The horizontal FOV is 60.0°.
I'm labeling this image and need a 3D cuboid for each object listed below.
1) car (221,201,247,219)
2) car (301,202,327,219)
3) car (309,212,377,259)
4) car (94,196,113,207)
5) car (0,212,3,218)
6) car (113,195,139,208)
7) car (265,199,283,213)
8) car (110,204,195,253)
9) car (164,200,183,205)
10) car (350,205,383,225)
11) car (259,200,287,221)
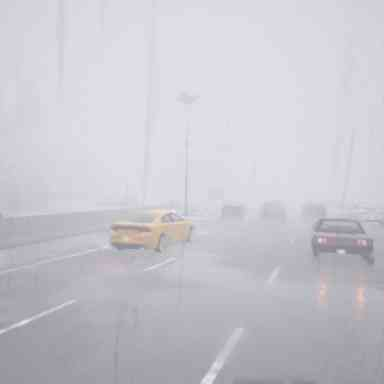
[{"bbox_3d":[3.958,1.593,30.576,1.882,1.535,5.008,1,0,16],"label":"car"},{"bbox_3d":[11.275,1.651,30.885,1.882,1.535,5.008,0,0,15],"label":"car"},{"bbox_3d":[5.703,1.681,13.051,1.895,1.301,4.718,0,0,20],"label":"car"},{"bbox_3d":[-13.044,1.386,50.448,2.097,1.767,4.553,0,0,10],"label":"car"},{"bbox_3d":[-14.221,1.543,20.306,1.895,1.301,4.718,0,0,20],"label":"car"},{"bbox_3d":[-9.591,1.414,49.870,2.097,1.767,4.553,0,0,10],"label":"car"},{"bbox_3d":[10.090,1.671,41.183,1.882,1.535,5.008,0,0,12],"label":"car"},{"bbox_3d":[-1.434,1.503,13.960,1.882,1.535,5.008,0,0,21],"label":"car"},{"bbox_3d":[-2.714,1.765,48.573,1.895,1.301,4.718,0,0,10],"label":"car"},{"bbox_3d":[13.540,1.704,25.909,1.812,1.442,4.674,0,0,16],"label":"car"},{"bbox_3d":[7.044,1.487,28.705,2.097,1.767,4.553,0,0,16],"label":"car"}]
